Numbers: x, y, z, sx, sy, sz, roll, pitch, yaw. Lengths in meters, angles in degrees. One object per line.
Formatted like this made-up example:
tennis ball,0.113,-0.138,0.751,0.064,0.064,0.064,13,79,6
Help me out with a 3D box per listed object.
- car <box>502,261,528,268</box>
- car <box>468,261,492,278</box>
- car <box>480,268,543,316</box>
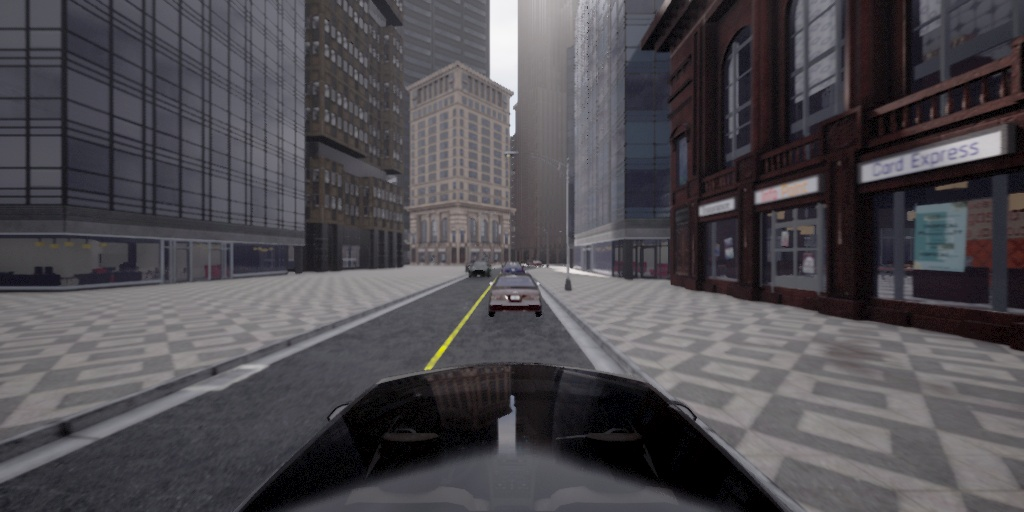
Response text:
car,0.101,1.235,33.114,2.097,1.767,4.553,0,0,0
car,-3.068,1.246,35.360,2.097,1.767,4.553,0,0,0
car,0.098,1.336,13.539,2.033,1.411,5.357,0,0,0
